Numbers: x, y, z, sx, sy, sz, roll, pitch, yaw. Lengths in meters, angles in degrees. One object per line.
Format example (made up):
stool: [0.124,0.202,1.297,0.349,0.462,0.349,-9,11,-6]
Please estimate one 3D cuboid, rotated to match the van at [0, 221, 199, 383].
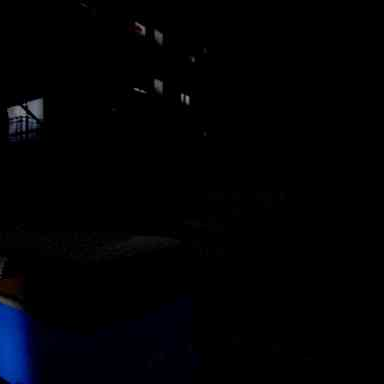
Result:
van: [-1.834,1.334,4.185,3.998,1.788,1.690,0,0,36]
